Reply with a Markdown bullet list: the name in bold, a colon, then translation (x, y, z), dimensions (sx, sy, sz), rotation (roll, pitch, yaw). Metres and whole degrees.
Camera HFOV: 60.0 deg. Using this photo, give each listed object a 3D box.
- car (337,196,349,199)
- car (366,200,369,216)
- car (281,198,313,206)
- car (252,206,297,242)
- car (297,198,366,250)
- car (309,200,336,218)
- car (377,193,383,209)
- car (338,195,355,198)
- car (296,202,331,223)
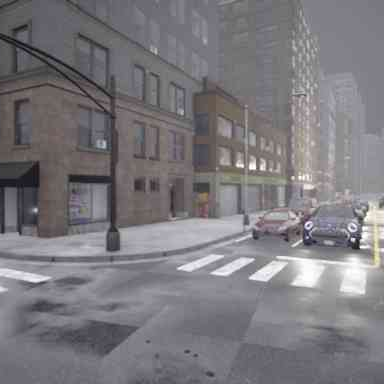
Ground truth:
- **car**: translation (17.602, 1.567, 40.720), dimensions (2.008, 1.369, 4.403), rotation (0, 0, 29)
- **car**: translation (10.625, 1.489, 22.546), dimensions (2.128, 1.511, 4.902), rotation (0, 0, 29)
- **car**: translation (6.935, 1.292, 21.185), dimensions (2.192, 1.841, 5.009), rotation (0, 0, 29)
- **car**: translation (4.269, 1.551, 16.299), dimensions (1.802, 1.307, 4.206), rotation (0, 0, 29)
- **car**: translation (6.244, 1.337, 14.533), dimensions (2.097, 1.767, 4.553), rotation (0, 0, 29)
- **car**: translation (12.188, 1.520, 30.803), dimensions (1.752, 1.417, 4.829), rotation (0, 0, 29)
- **car**: translation (27.640, 1.429, 47.046), dimensions (2.097, 1.767, 4.553), rotation (0, 0, 29)
- **car**: translation (22.935, 1.357, 50.491), dimensions (2.192, 1.841, 5.009), rotation (0, 0, 29)
- **car**: translation (9.602, 1.530, 26.068), dimensions (1.887, 1.381, 4.507), rotation (0, 0, 29)
